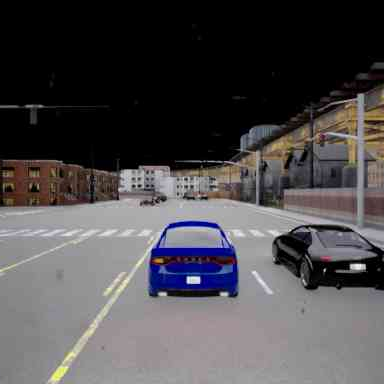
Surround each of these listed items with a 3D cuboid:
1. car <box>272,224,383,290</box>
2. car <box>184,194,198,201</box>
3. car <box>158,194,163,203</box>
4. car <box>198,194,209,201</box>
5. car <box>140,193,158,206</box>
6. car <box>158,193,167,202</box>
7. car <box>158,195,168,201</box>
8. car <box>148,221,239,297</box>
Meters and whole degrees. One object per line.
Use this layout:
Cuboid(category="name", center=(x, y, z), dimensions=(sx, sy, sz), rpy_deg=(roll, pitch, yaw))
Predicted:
Cuboid(category="car", center=(3.541, 1.564, 9.088), dimensions=(1.994, 1.385, 4.181), rpy_deg=(0, 0, 0))
Cuboid(category="car", center=(-0.252, 1.344, 86.736), dimensions=(2.097, 1.767, 4.553), rpy_deg=(0, 0, -3))
Cuboid(category="car", center=(-7.224, 1.525, 63.386), dimensions=(1.812, 1.442, 4.674), rpy_deg=(0, 0, 0))
Cuboid(category="car", center=(3.234, 1.470, 87.634), dimensions=(1.882, 1.535, 5.008), rpy_deg=(0, 0, -3))
Cuboid(category="car", center=(-7.232, 1.351, 54.586), dimensions=(2.097, 1.767, 4.553), rpy_deg=(0, 0, 0))
Cuboid(category="car", center=(-7.200, 1.224, 73.620), dimensions=(2.150, 2.045, 5.566), rpy_deg=(0, 0, 0))
Cuboid(category="car", center=(-7.229, 1.538, 84.127), dimensions=(2.033, 1.411, 5.357), rpy_deg=(0, 0, 0))
Cuboid(category="car", center=(0.038, 1.478, 8.619), dimensions=(1.882, 1.535, 5.008), rpy_deg=(0, 0, 0))
